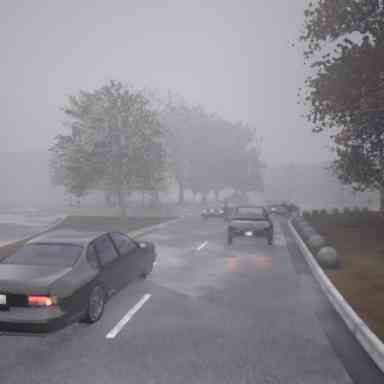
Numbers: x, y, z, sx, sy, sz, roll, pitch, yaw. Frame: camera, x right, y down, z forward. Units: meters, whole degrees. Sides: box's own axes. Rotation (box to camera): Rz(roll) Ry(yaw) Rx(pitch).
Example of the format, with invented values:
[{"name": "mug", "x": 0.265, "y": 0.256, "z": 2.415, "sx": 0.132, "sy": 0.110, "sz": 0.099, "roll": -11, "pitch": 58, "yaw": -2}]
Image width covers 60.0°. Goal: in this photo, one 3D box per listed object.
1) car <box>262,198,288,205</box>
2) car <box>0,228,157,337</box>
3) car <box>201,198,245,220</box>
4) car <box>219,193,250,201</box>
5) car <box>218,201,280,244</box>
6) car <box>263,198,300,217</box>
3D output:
[{"name": "car", "x": 15.899, "y": 1.742, "z": 63.688, "sx": 1.895, "sy": 1.301, "sz": 4.718, "roll": 1, "pitch": 0, "yaw": -37}, {"name": "car", "x": -2.251, "y": 1.476, "z": 7.005, "sx": 2.033, "sy": 1.411, "sz": 5.357, "roll": 0, "pitch": 1, "yaw": 9}, {"name": "car", "x": 2.303, "y": 1.395, "z": 25.412, "sx": 2.033, "sy": 1.411, "sz": 5.357, "roll": 0, "pitch": 0, "yaw": 21}, {"name": "car", "x": 8.775, "y": 1.334, "z": 66.465, "sx": 5.566, "sy": 2.045, "sz": 2.150, "roll": 0, "pitch": 0, "yaw": 33}, {"name": "car", "x": 2.685, "y": 1.362, "z": 15.056, "sx": 2.128, "sy": 1.511, "sz": 4.902, "roll": 0, "pitch": 0, "yaw": 12}, {"name": "car", "x": 8.173, "y": 1.462, "z": 29.898, "sx": 1.994, "sy": 1.385, "sz": 4.181, "roll": 0, "pitch": -1, "yaw": 38}]
